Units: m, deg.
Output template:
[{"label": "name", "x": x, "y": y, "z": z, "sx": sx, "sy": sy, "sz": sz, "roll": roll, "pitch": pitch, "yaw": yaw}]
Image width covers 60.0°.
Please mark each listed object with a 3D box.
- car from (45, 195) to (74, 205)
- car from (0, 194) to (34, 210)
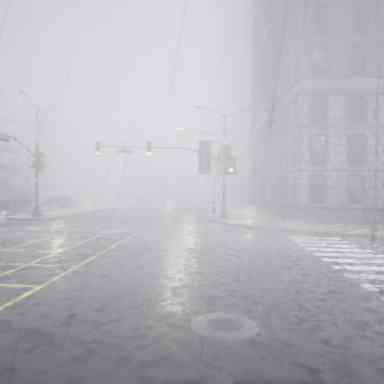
[{"label": "car", "x": -17.440, "y": 0.999, "z": 43.829, "sx": 1.895, "sy": 1.301, "sz": 4.718, "roll": 1, "pitch": 0, "yaw": 4}, {"label": "car", "x": -18.079, "y": 0.941, "z": 33.633, "sx": 1.882, "sy": 1.535, "sz": 5.008, "roll": 1, "pitch": 0, "yaw": 6}]
